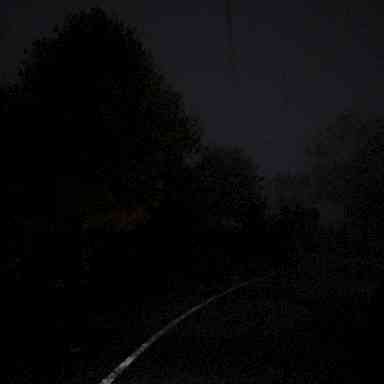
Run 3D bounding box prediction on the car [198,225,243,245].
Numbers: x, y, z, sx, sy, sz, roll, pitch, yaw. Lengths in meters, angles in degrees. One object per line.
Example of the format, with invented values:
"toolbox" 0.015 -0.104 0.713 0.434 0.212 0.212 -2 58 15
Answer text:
"car" 2.787 2.837 21.035 4.718 1.301 1.895 7 -8 -3
